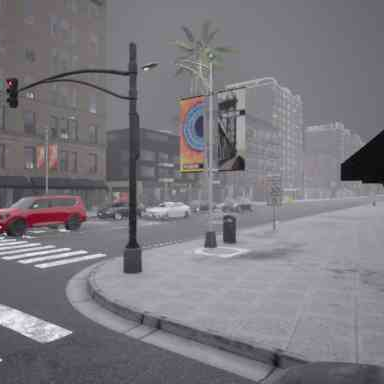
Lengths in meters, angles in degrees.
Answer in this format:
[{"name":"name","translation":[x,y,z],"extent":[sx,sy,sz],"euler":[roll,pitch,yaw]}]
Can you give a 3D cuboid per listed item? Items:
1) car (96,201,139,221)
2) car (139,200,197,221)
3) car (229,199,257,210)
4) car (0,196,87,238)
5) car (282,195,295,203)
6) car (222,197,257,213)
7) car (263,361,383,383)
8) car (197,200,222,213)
[{"name":"car","translation":[-5.769,1.527,28.054],"extent":[1.837,1.490,4.892],"euler":[0,0,35]},{"name":"car","translation":[-1.903,1.556,27.897],"extent":[1.812,1.442,4.674],"euler":[0,0,35]},{"name":"car","translation":[7.217,1.669,46.412],"extent":[1.895,1.301,4.718],"euler":[0,0,36]},{"name":"car","translation":[-8.506,1.231,18.448],"extent":[2.150,2.045,5.566],"euler":[0,0,34]},{"name":"car","translation":[13.972,1.184,50.247],"extent":[1.882,1.535,5.008],"euler":[0,0,35]},{"name":"car","translation":[5.171,1.406,37.915],"extent":[2.097,1.767,4.553],"euler":[0,0,35]},{"name":"car","translation":[2.187,1.551,1.288],"extent":[4.403,1.369,2.008],"euler":[0,0,35]},{"name":"car","translation":[0.888,1.591,37.494],"extent":[2.033,1.411,5.357],"euler":[0,0,35]}]
